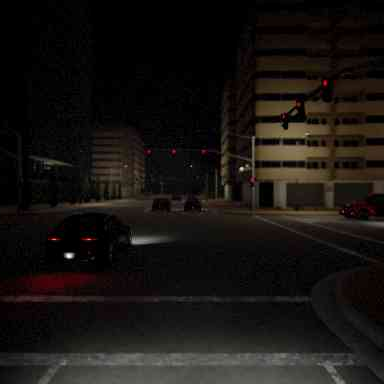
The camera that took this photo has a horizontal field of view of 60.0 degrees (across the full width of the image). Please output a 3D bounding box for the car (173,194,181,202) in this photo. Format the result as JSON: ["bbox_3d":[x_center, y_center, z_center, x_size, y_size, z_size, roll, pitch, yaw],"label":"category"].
[{"bbox_3d":[-3.508,1.201,73.419,2.097,1.767,4.553,0,0,0],"label":"car"}]

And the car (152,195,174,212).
[{"bbox_3d":[-3.404,1.398,38.075,1.882,1.535,5.008,0,0,0],"label":"car"}]

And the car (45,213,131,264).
[{"bbox_3d":[-3.404,1.482,11.639,1.837,1.490,4.892,0,1,0],"label":"car"}]

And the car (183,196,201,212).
[{"bbox_3d":[0.082,1.447,37.543,1.812,1.442,4.674,0,0,0],"label":"car"}]

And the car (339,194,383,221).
[{"bbox_3d":[14.538,1.164,25.954,5.566,2.045,2.150,0,0,-1],"label":"car"}]
